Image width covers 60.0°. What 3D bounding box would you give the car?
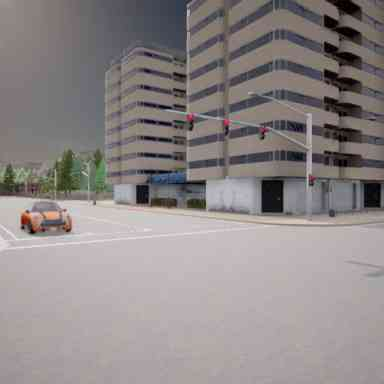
[{"bbox_3d":[-8.424,1.351,19.065,2.097,1.767,4.553,0,0,-35],"label":"car"}]
